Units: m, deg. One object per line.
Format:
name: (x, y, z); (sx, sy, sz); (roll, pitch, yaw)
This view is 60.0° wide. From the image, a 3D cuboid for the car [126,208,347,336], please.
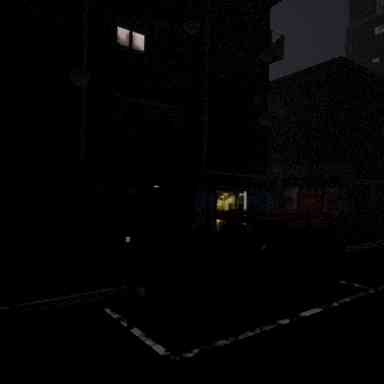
car: (1.210, 1.318, 6.927); (5.009, 1.841, 2.192); (0, 2, -35)
